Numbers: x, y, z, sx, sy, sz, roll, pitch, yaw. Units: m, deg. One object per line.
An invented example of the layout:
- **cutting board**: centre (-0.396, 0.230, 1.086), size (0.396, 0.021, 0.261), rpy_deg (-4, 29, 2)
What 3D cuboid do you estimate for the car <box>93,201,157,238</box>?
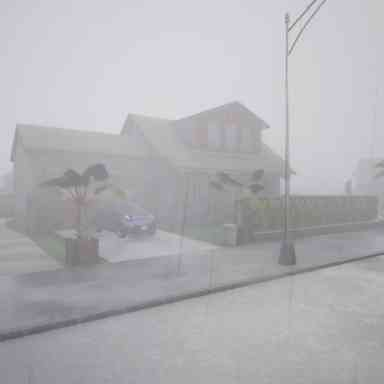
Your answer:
- **car**: centre (-3.094, 1.174, 15.242), size (1.845, 1.501, 3.633), rpy_deg (0, 0, -38)
